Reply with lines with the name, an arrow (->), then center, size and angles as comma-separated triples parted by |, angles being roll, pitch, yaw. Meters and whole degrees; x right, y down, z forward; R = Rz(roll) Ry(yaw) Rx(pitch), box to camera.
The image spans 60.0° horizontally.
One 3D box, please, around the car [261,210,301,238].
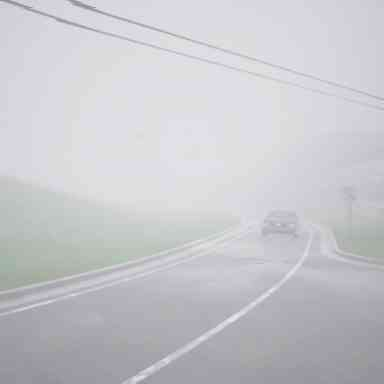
car -> 5.081, 1.698, 18.808 | 2.033, 1.411, 5.357 | 0, 0, 19
